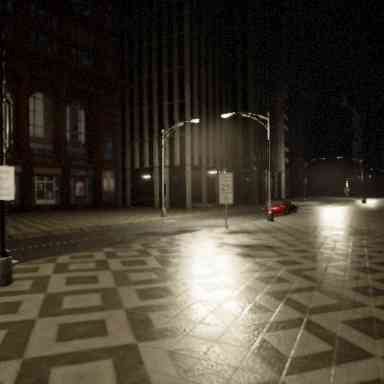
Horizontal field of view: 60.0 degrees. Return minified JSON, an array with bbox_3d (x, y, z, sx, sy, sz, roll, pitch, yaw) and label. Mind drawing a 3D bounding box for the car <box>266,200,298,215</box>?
[{"bbox_3d":[8.761,1.454,32.236,1.994,1.385,4.181,-1,0,35],"label":"car"}]
